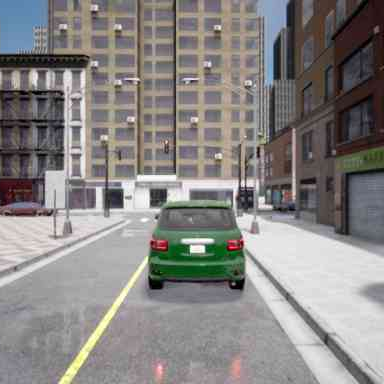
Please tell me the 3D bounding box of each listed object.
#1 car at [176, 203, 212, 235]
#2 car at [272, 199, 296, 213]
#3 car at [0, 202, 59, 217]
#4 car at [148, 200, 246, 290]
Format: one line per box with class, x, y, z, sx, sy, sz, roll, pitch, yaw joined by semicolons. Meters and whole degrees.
car;0.070;1.487;19.721;1.837;1.490;4.892;0;0;-1
car;11.033;1.410;34.220;5.357;1.411;2.033;-1;0;-1
car;-15.214;1.630;30.716;5.357;1.411;2.033;0;0;3
car;0.100;1.215;9.224;2.150;2.045;5.566;0;0;0
